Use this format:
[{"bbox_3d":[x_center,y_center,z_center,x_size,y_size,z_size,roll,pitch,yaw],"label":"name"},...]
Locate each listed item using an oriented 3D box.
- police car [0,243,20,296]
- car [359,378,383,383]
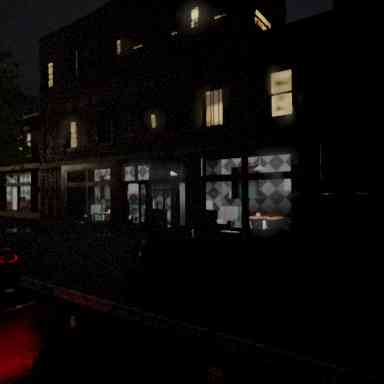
[{"bbox_3d":[-5.898,1.427,7.464,5.238,1.638,1.930,0,0,36],"label":"police car"},{"bbox_3d":[2.550,1.566,1.068,4.313,1.339,1.947,0,-1,36],"label":"car"}]
